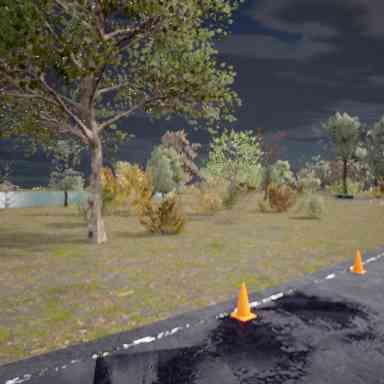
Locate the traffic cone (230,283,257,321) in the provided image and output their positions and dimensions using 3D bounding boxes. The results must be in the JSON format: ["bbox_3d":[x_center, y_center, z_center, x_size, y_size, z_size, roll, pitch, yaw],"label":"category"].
[{"bbox_3d":[0.920,1.929,5.949,0.340,0.580,0.340,-1,0,-39],"label":"traffic cone"}]

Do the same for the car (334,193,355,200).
[{"bbox_3d":[29.784,0.862,65.098,1.895,1.301,4.718,0,1,-2],"label":"car"}]

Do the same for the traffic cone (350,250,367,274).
[{"bbox_3d":[4.564,1.895,9.137,0.340,0.580,0.340,-1,0,-43],"label":"traffic cone"}]
